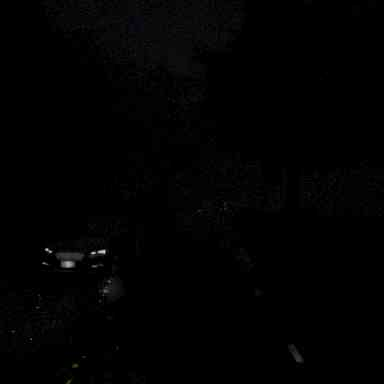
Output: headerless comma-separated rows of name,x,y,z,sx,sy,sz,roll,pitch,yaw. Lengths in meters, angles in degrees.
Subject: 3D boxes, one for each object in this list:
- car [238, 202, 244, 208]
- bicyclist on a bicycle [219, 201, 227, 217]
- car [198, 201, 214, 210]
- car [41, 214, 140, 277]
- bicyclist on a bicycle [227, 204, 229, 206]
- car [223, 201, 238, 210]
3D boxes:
car,10.317,2.870,73.427,2.033,1.411,5.357,2,-1,16
bicyclist on a bicycle,3.117,1.845,35.376,0.582,1.620,1.656,2,-1,8
car,2.428,2.176,54.410,1.812,1.442,4.674,2,-1,12
car,-2.876,1.491,10.417,2.128,1.511,4.902,2,0,2
bicyclist on a bicycle,4.455,1.985,44.119,0.866,1.612,1.509,2,-1,9
car,6.361,2.346,57.585,1.837,1.490,4.892,2,-2,13
